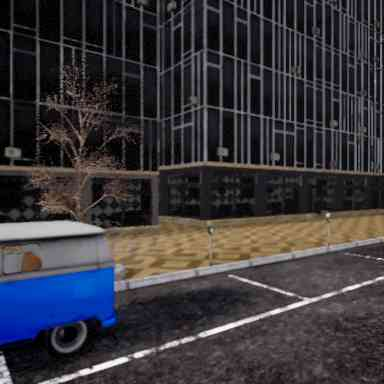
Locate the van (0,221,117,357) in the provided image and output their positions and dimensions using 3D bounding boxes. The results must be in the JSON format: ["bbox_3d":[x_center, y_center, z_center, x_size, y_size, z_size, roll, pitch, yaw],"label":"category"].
[{"bbox_3d":[-3.021,1.342,4.403,3.998,1.788,1.690,0,0,-35],"label":"van"}]
